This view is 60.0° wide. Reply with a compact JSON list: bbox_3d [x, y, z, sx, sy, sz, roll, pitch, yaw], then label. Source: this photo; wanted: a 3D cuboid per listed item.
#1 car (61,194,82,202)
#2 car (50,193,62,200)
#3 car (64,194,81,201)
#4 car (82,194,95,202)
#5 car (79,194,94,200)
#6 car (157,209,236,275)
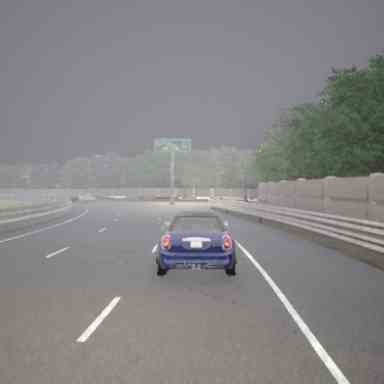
[{"bbox_3d":[-25.677,1.420,70.930,1.837,1.490,4.892,0,0,-38],"label":"car"},{"bbox_3d":[-31.746,1.132,78.659,2.097,1.767,4.553,0,0,-43],"label":"car"},{"bbox_3d":[-29.137,1.332,80.989,2.033,1.411,5.357,0,0,-43],"label":"car"},{"bbox_3d":[-23.157,1.531,73.399,1.895,1.301,4.718,0,0,-38],"label":"car"},{"bbox_3d":[-26.506,1.333,83.298,1.812,1.442,4.674,0,0,-43],"label":"car"},{"bbox_3d":[0.135,1.364,10.640,2.097,1.767,4.553,0,0,1],"label":"car"}]
